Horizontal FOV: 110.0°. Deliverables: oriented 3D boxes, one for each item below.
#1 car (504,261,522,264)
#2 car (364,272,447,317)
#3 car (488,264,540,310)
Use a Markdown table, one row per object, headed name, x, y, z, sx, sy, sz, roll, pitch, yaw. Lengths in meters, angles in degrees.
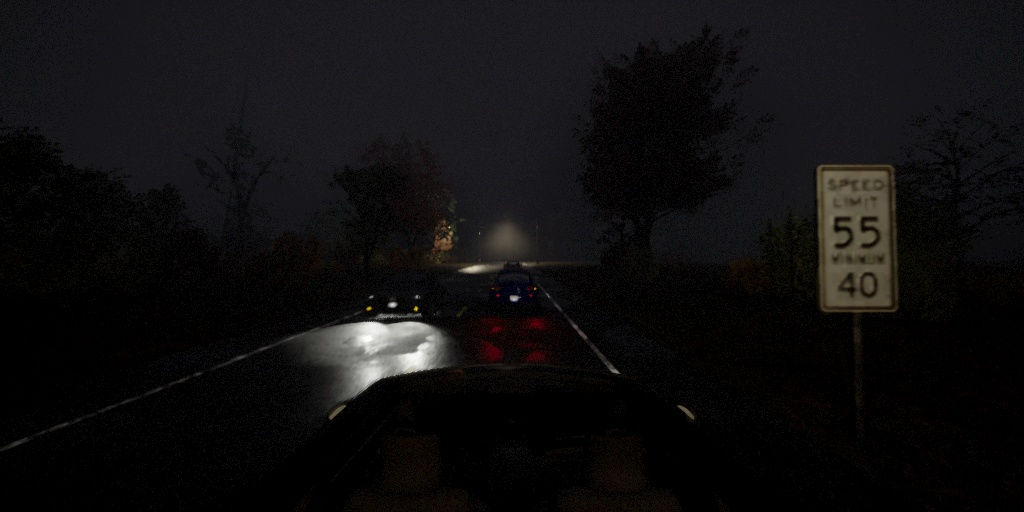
| name | x | y | z | sx | sy | sz | roll | pitch | yaw |
| --- | --- | --- | --- | --- | --- | --- | --- | --- | --- |
| car | 0.098 | 1.172 | 35.002 | 1.994 | 1.385 | 4.181 | 0 | 0 | 0 |
| car | -3.565 | 1.257 | 12.699 | 1.994 | 1.385 | 4.181 | 0 | 0 | 0 |
| car | 0.079 | 1.210 | 14.210 | 1.812 | 1.442 | 4.674 | 0 | 0 | 0 |
